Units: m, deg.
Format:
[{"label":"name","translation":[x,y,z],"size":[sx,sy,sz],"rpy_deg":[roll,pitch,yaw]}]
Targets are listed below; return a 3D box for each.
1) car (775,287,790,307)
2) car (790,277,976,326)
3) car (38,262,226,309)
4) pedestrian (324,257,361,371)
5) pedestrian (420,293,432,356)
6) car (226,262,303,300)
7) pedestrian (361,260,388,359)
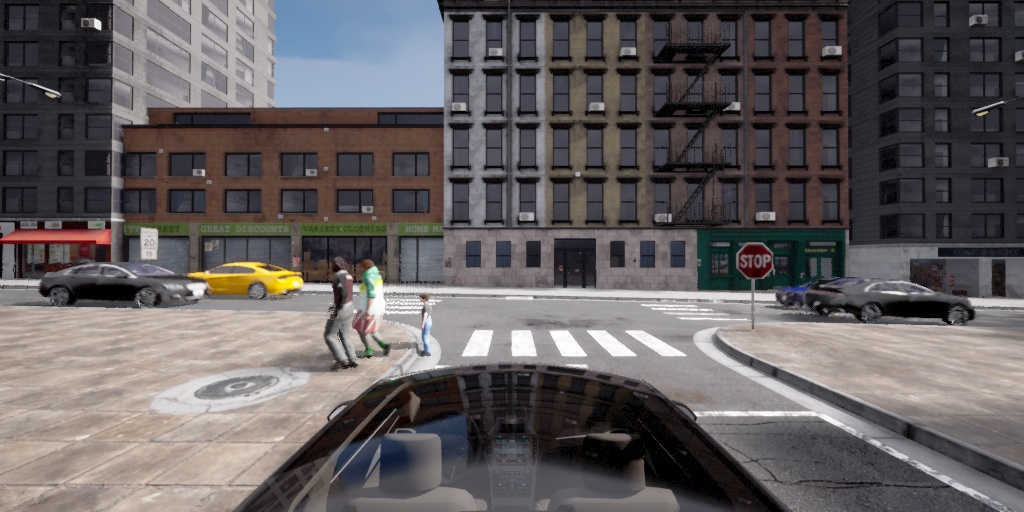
[{"label":"car","translation":[14.221,1.638,15.680],"size":[4.674,1.442,1.812],"rpy_deg":[1,0,0]},{"label":"car","translation":[13.264,1.557,12.734],"size":[4.902,1.511,2.128],"rpy_deg":[1,0,0]},{"label":"car","translation":[-13.659,0.992,12.821],"size":[4.902,1.511,2.128],"rpy_deg":[1,0,0]},{"label":"pedestrian","translation":[-2.792,0.893,5.851],"size":[0.375,1.860,0.375],"rpy_deg":[0,0,0]},{"label":"pedestrian","translation":[-1.738,1.325,7.256],"size":[0.375,1.300,0.375],"rpy_deg":[0,0,0]},{"label":"car","translation":[-11.963,1.034,15.765],"size":[5.008,1.535,1.882],"rpy_deg":[1,0,0]},{"label":"pedestrian","translation":[-2.572,0.894,6.527],"size":[0.375,1.860,0.375],"rpy_deg":[0,0,0]}]
